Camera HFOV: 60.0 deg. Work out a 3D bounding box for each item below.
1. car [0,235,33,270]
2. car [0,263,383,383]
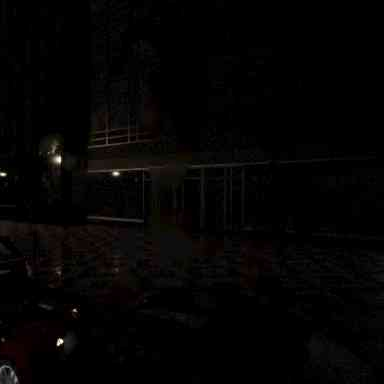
[{"bbox_3d":[-4.770,1.440,6.346,4.097,1.590,1.967,0,0,35],"label":"car"},{"bbox_3d":[-0.176,1.582,3.081,4.206,1.307,1.802,0,0,35],"label":"car"}]
